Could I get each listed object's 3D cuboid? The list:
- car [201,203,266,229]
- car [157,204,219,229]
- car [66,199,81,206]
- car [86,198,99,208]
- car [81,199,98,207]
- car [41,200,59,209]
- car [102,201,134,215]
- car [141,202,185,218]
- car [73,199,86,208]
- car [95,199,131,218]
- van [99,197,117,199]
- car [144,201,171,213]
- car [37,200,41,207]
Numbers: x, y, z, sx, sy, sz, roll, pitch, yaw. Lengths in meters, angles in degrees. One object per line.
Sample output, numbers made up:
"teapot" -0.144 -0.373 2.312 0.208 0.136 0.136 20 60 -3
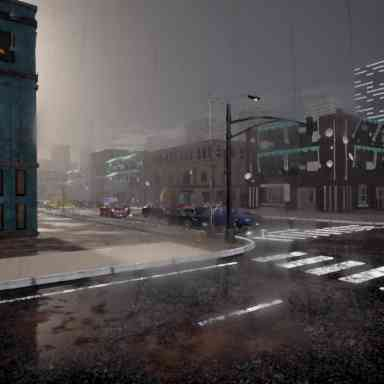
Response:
"car" 2.782 1.750 23.990 2.033 1.411 5.357 -1 0 -34
"car" -0.385 1.815 23.793 1.947 1.339 4.313 -1 0 -35
"car" -27.129 2.364 76.135 1.947 1.339 4.313 -1 0 -35
"car" -17.520 1.940 62.595 2.192 1.841 5.009 -1 0 -35
"car" -20.719 2.228 67.108 1.887 1.381 4.507 -1 0 -35
"car" -24.248 2.233 57.603 1.752 1.417 4.829 -1 0 -35
"car" -9.199 1.930 40.916 2.128 1.511 4.902 -1 0 -35
"car" -3.198 1.812 32.451 2.128 1.511 4.902 -1 0 -35
"car" -20.457 2.192 62.280 1.812 1.442 4.674 -1 0 -35
"car" -8.324 1.846 35.177 1.967 1.590 4.097 -1 0 -35
"van" -14.314 1.907 58.082 1.690 1.788 3.998 -1 0 -35
"car" -4.693 1.966 44.544 1.802 1.307 4.206 -2 0 -35
"car" -30.756 2.376 66.768 2.008 1.369 4.403 -1 0 -35
